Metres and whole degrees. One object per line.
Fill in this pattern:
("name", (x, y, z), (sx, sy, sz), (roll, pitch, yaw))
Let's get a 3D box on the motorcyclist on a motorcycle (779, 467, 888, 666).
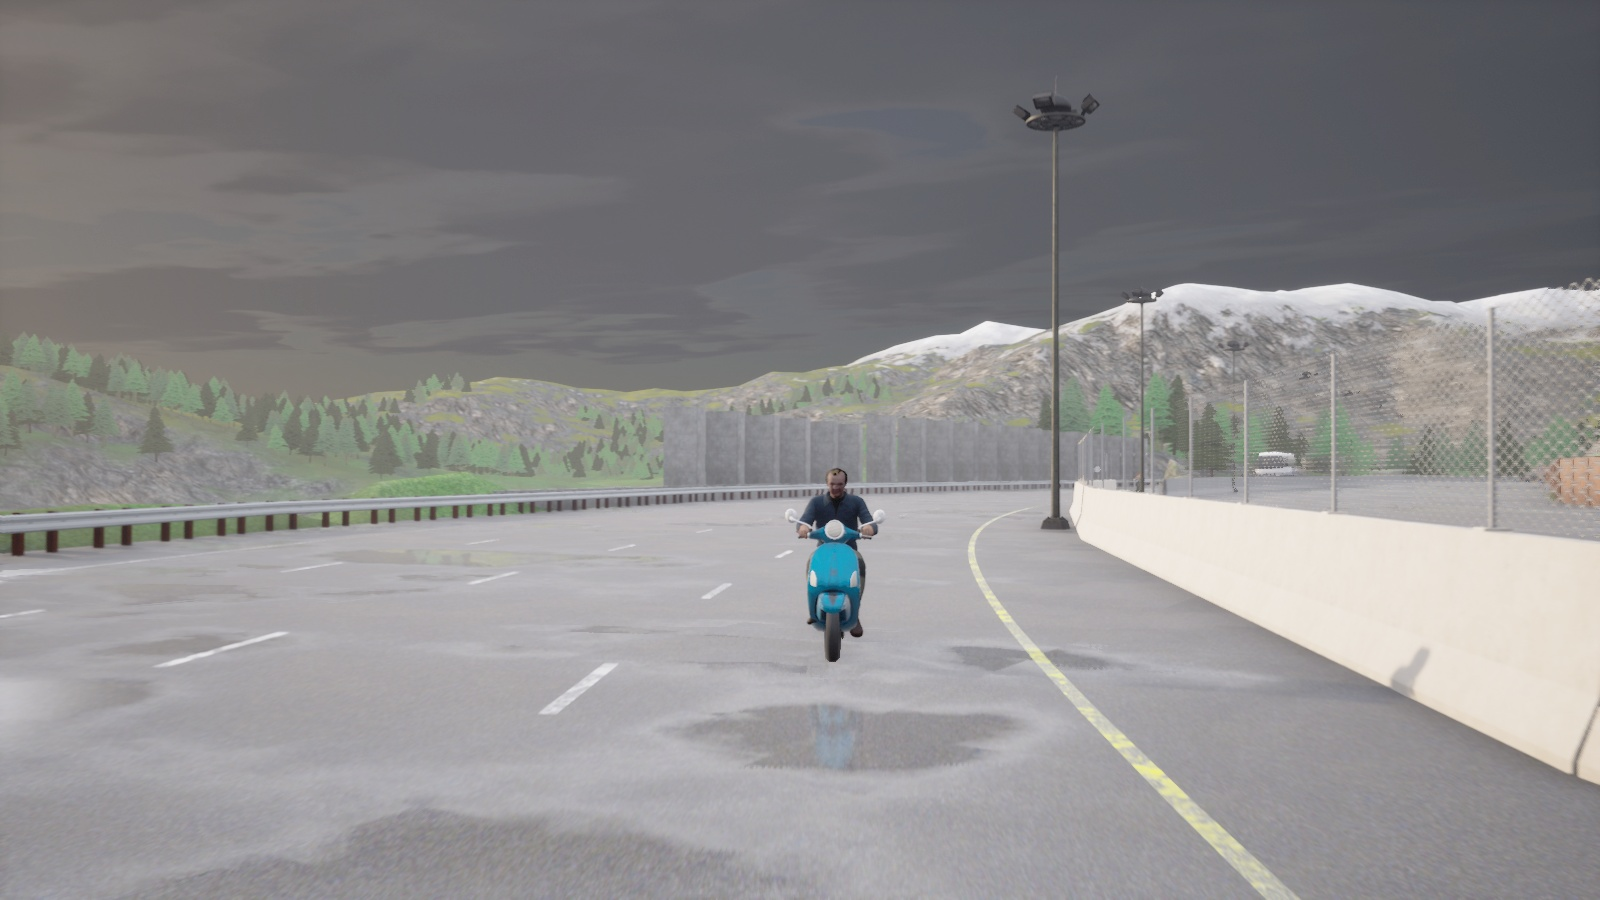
("motorcyclist on a motorcycle", (0.324, 0.951, 10.984), (0.866, 1.590, 1.817), (0, -1, 4))
